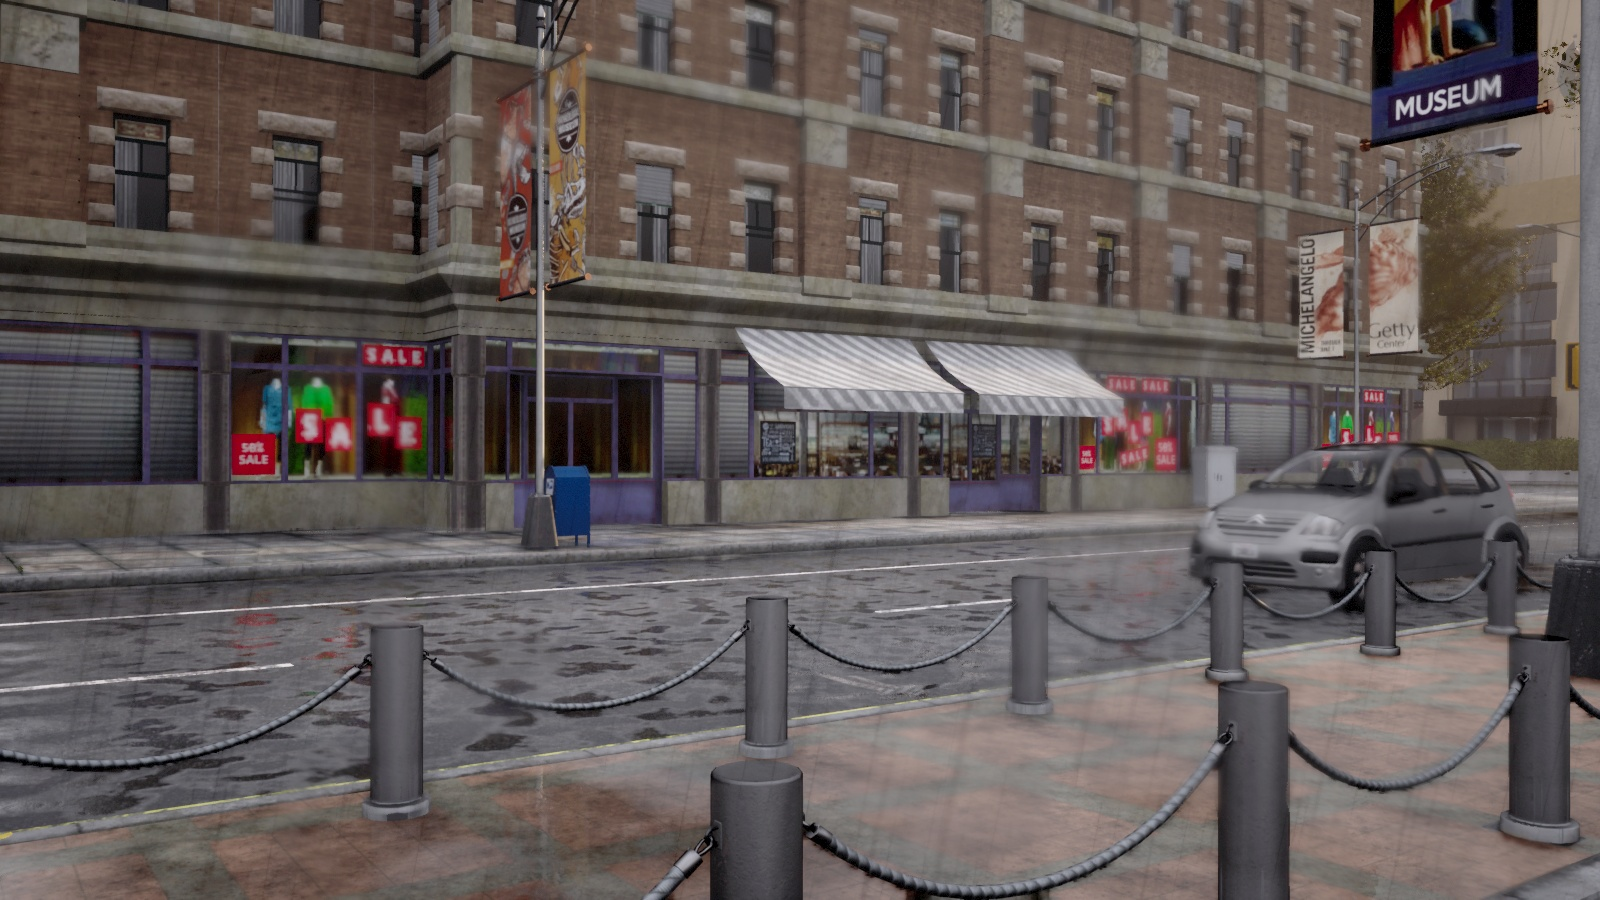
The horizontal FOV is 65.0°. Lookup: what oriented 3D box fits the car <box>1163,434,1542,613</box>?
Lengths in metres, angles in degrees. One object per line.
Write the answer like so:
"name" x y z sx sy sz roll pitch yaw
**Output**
"car" 5.878 0.663 13.232 3.988 1.617 1.851 0 0 -35
